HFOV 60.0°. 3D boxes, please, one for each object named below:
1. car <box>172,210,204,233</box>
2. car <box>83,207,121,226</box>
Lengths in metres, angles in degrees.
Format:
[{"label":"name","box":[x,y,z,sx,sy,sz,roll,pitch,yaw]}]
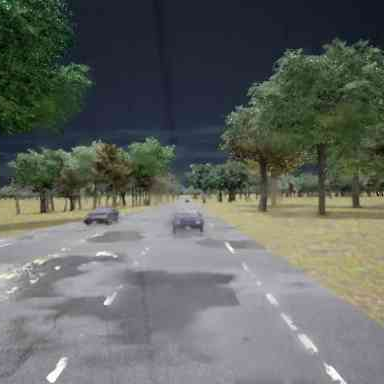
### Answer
[{"label":"car","box":[-0.258,1.821,21.525,1.895,1.301,4.718,-1,-1,-1]},{"label":"car","box":[-7.277,1.933,27.506,2.033,1.411,5.357,-1,-1,0]}]
